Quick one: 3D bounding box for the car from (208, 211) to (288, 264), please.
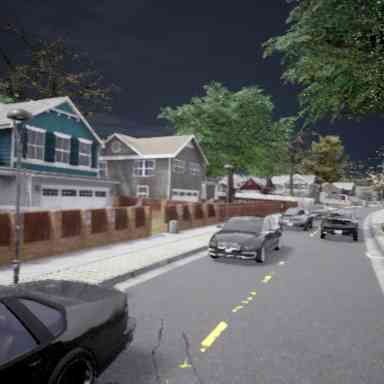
[{"bbox_3d":[2.197,1.637,12.743,1.837,1.490,4.892,1,0,25],"label":"car"}]

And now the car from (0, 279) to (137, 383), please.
[{"bbox_3d":[-2.495,1.508,2.379,2.033,1.411,5.357,1,0,24],"label":"car"}]

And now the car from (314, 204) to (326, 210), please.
[{"bbox_3d":[12.722,2.022,33.585,1.837,1.490,4.892,1,-1,28],"label":"car"}]

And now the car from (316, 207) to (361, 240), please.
[{"bbox_3d":[8.556,1.821,19.174,1.837,1.490,4.892,1,0,26],"label":"car"}]

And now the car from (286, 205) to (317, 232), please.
[{"bbox_3d":[7.266,1.841,23.149,1.812,1.442,4.674,1,-1,27],"label":"car"}]
